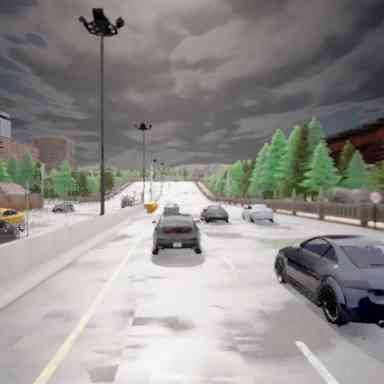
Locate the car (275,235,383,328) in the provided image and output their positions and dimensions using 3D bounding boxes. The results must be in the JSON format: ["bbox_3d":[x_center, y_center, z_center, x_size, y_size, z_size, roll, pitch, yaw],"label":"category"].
[{"bbox_3d":[3.253,1.613,7.212,1.994,1.385,4.181,0,-1,-3],"label":"car"}]

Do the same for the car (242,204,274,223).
[{"bbox_3d":[5.436,1.755,27.771,1.812,1.442,4.674,0,-1,-4],"label":"car"}]

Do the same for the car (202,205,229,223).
[{"bbox_3d":[1.886,1.819,28.376,1.994,1.385,4.181,0,-1,-4],"label":"car"}]

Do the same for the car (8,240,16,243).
[{"bbox_3d":[-7.672,1.658,11.323,1.837,1.490,4.892,0,-1,-4],"label":"car"}]

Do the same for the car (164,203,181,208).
[{"bbox_3d":[-2.196,1.904,36.706,2.033,1.411,5.357,0,-1,-3],"label":"car"}]

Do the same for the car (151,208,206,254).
[{"bbox_3d":[-0.674,1.644,14.257,1.837,1.490,4.892,0,0,-4],"label":"car"}]
